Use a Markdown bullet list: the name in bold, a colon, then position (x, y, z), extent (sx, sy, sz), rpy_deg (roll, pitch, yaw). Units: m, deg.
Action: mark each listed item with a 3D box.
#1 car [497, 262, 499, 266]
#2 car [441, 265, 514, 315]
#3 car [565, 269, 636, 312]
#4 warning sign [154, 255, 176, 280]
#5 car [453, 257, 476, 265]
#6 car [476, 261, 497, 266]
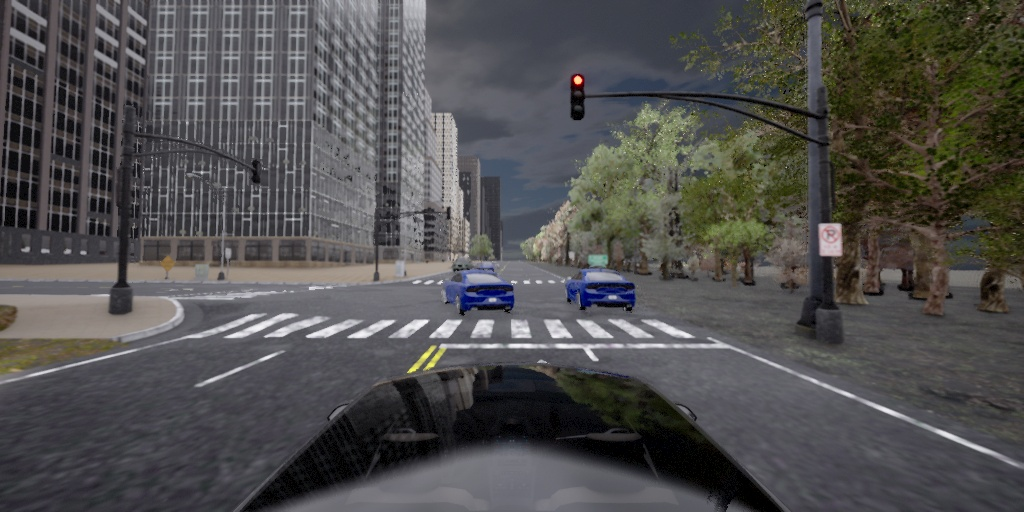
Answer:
- **car**: position (-3.289, 1.687, 64.733), extent (1.895, 1.301, 4.718), rpy_deg (0, 0, 1)
- **car**: position (-1.496, 1.294, 14.135), extent (1.882, 1.535, 5.008), rpy_deg (1, 0, -20)
- **car**: position (3.350, 1.261, 14.390), extent (1.882, 1.535, 5.008), rpy_deg (1, -1, 0)
- **warning sign**: position (-26.162, 0.854, 27.183), extent (1.060, 1.860, 1.300), rpy_deg (0, 0, -4)
- **car**: position (-6.578, 1.216, 48.390), extent (2.150, 2.045, 5.566), rpy_deg (0, 0, 1)
- **car**: position (-3.334, 1.473, 47.763), extent (1.882, 1.535, 5.008), rpy_deg (0, 0, 0)
